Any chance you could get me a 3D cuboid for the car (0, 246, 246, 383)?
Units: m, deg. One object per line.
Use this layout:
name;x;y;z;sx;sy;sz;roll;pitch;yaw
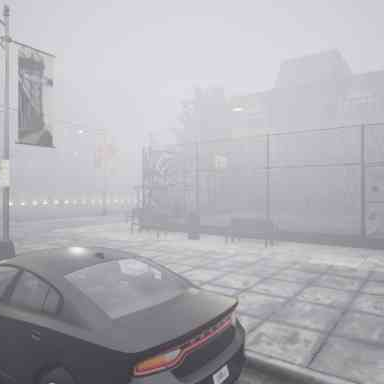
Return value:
car;-1.761;1.480;4.389;5.008;1.535;2.097;0;0;35
